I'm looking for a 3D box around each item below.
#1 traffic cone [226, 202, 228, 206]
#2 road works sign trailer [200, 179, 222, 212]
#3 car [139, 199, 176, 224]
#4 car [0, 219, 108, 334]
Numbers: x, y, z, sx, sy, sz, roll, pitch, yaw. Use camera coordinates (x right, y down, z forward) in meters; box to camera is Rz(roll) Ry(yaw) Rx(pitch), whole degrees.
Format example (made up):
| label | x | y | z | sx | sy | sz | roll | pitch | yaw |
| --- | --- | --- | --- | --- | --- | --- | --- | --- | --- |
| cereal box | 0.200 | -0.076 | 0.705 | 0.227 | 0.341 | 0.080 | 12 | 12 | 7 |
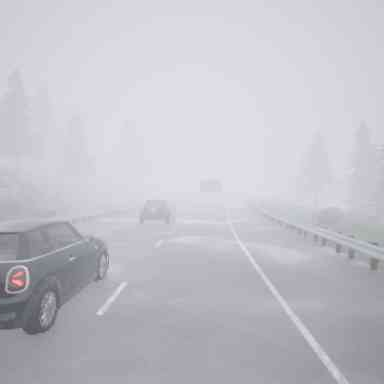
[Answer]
| label | x | y | z | sx | sy | sz | roll | pitch | yaw |
| --- | --- | --- | --- | --- | --- | --- | --- | --- | --- |
| traffic cone | 5.299 | 1.801 | 49.952 | 0.340 | 0.580 | 0.340 | 0 | 0 | 7 |
| road works sign trailer | 2.134 | 0.347 | 37.248 | 2.380 | 3.560 | 2.880 | 0 | 0 | 7 |
| car | -2.405 | 1.270 | 24.418 | 2.097 | 1.767 | 4.553 | 0 | 0 | 4 |
| car | -3.263 | 1.325 | 6.888 | 2.097 | 1.767 | 4.553 | 0 | 0 | 1 |
